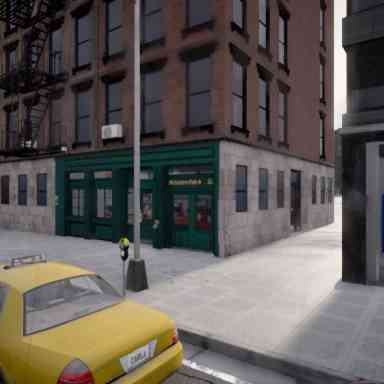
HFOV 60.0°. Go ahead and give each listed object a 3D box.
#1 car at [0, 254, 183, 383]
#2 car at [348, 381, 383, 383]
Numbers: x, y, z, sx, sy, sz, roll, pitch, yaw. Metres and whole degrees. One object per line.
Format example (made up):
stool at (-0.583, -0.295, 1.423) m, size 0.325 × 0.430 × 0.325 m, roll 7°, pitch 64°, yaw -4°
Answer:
car at (-2.384, 1.525, 4.507) m, size 4.829 × 1.417 × 1.752 m, roll 0°, pitch 0°, yaw 35°
car at (2.381, 1.582, 1.109) m, size 4.206 × 1.307 × 1.802 m, roll 0°, pitch 0°, yaw 35°
